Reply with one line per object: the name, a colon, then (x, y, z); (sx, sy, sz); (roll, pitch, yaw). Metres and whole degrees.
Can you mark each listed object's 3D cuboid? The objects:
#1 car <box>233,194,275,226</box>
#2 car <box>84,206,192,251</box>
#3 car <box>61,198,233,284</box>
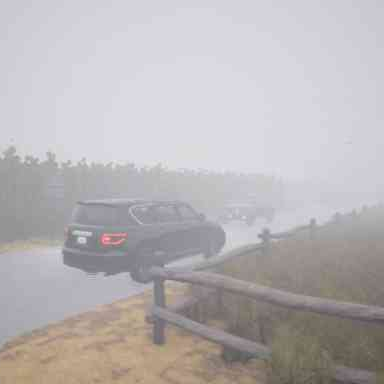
car: (4.031, 1.165, 23.542); (2.150, 2.045, 5.566); (0, 0, 36)
car: (-2.190, 1.458, 14.888); (1.837, 1.490, 4.892); (0, 0, 36)
car: (-1.069, 1.191, 9.849); (2.150, 2.045, 5.566); (1, 0, 33)
